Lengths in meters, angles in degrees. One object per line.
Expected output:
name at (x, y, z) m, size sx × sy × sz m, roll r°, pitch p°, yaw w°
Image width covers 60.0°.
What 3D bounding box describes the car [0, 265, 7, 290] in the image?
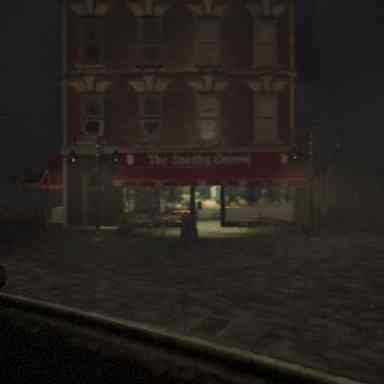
car at (-6.040, 1.640, 6.755) m, size 4.718 × 1.301 × 1.895 m, roll 0°, pitch 0°, yaw 29°
